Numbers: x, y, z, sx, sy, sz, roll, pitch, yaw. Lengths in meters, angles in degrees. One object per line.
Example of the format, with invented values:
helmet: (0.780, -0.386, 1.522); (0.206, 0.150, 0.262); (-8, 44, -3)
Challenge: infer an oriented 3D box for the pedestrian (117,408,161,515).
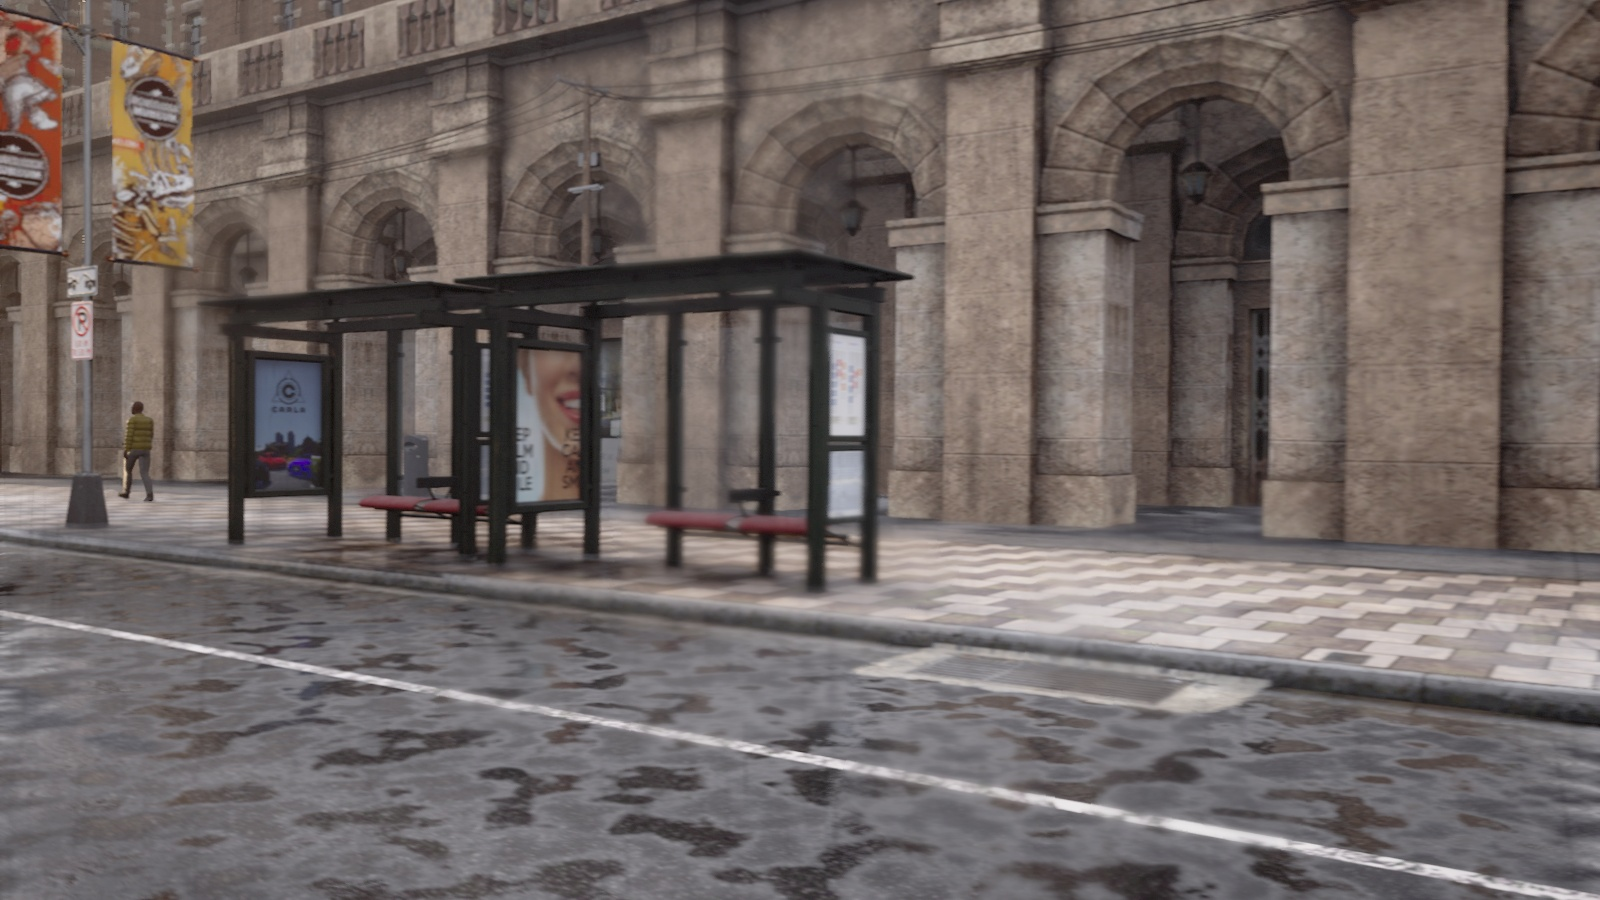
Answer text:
pedestrian: (-11.549, 0.193, 21.941); (0.726, 1.835, 0.370); (0, 1, 34)
